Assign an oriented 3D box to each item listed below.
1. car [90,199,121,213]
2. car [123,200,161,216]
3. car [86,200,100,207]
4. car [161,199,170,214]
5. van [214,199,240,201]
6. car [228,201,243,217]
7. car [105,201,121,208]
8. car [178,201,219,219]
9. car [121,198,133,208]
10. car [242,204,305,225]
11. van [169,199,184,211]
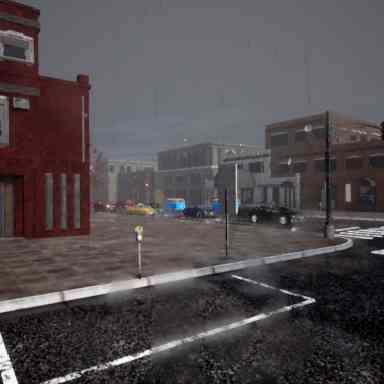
[{"bbox_3d":[-12.744,2.001,48.490,2.192,1.841,5.009,-2,0,-36],"label":"car"},{"bbox_3d":[-5.968,2.048,39.208,1.752,1.417,4.829,-2,0,-36],"label":"car"},{"bbox_3d":[-22.643,2.595,76.237,1.802,1.307,4.206,-2,0,-36],"label":"car"},{"bbox_3d":[-5.156,2.034,42.468,1.837,1.490,4.892,-1,0,-36],"label":"car"},{"bbox_3d":[4.029,1.707,39.657,1.690,1.788,3.998,-2,0,-36],"label":"van"},{"bbox_3d":[5.158,1.876,33.756,1.994,1.385,4.181,-1,0,-36],"label":"car"},{"bbox_3d":[-15.973,2.433,67.092,1.802,1.307,4.206,-2,0,-36],"label":"car"},{"bbox_3d":[0.773,1.950,34.340,1.994,1.385,4.181,-1,0,-35],"label":"car"},{"bbox_3d":[-12.646,2.085,62.519,2.192,1.841,5.009,-2,0,-36],"label":"car"},{"bbox_3d":[6.594,1.750,26.338,1.837,1.490,4.892,-1,0,-36],"label":"car"},{"bbox_3d":[-2.640,1.868,48.801,1.690,1.788,3.998,-2,0,-36],"label":"van"}]
